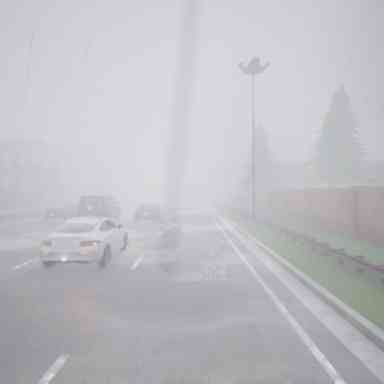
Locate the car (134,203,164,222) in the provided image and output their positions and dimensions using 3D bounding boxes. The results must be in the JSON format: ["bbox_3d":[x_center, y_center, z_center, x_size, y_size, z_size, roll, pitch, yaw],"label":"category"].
[{"bbox_3d":[-3.400,1.591,26.736,1.994,1.385,4.181,0,0,0],"label":"car"}]

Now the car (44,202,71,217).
[{"bbox_3d":[-10.413,1.553,27.073,1.812,1.442,4.674,0,0,0],"label":"car"}]

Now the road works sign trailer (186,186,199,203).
[{"bbox_3d":[0.001,0.532,67.650,2.380,3.560,2.880,0,0,0],"label":"road works sign trailer"}]

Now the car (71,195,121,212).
[{"bbox_3d":[-6.899,1.247,25.106,2.150,2.045,5.566,0,0,0],"label":"car"}]

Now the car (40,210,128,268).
[{"bbox_3d":[-3.415,1.537,11.178,1.812,1.442,4.674,0,0,0],"label":"car"}]
